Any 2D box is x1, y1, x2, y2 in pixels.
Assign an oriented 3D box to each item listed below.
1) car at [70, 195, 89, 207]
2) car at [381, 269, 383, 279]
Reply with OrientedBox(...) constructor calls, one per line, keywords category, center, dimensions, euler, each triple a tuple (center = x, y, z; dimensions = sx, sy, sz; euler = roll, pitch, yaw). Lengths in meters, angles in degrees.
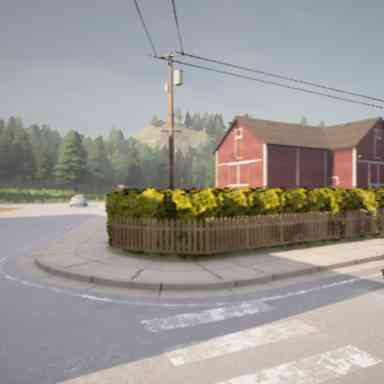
OrientedBox(category="car", center=(-14.162, 1.123, 41.882), dimensions=(1.812, 1.442, 4.674), euler=(0, 1, -12))
OrientedBox(category="car", center=(6.908, 1.470, 8.044), dimensions=(5.357, 1.411, 2.033), euler=(0, 0, -31))
